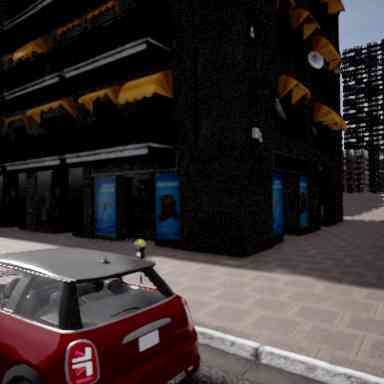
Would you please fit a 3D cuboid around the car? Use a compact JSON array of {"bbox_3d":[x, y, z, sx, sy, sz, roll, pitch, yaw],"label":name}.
[{"bbox_3d":[-1.990,1.452,4.319,4.097,1.590,1.967,0,-1,36],"label":"car"}]
